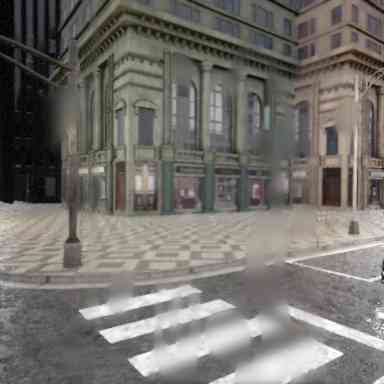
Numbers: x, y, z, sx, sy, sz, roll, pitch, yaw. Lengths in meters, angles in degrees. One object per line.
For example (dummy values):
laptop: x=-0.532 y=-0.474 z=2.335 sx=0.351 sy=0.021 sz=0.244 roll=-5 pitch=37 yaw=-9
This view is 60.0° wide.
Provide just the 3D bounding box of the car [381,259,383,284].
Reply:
car: x=6.339 y=1.468 z=7.865 sx=4.902 sy=1.511 sz=2.128 roll=0 pitch=1 yaw=-36
